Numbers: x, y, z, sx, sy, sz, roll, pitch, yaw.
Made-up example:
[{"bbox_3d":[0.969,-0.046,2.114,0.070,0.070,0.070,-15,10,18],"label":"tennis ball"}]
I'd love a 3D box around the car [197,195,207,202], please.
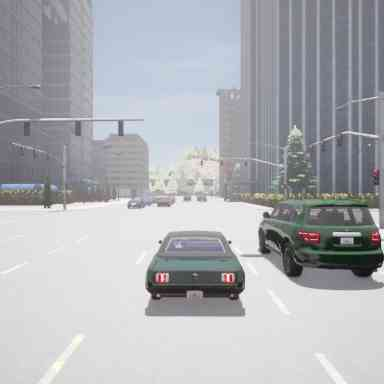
[{"bbox_3d":[2.404,1.398,78.818,2.097,1.767,4.553,0,0,-1],"label":"car"}]

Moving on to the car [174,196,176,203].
[{"bbox_3d":[-4.417,1.640,61.932,1.895,1.301,4.718,0,0,0],"label":"car"}]

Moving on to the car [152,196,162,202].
[{"bbox_3d":[-8.063,1.637,76.383,1.895,1.301,4.718,0,0,-1],"label":"car"}]

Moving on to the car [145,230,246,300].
[{"bbox_3d":[0.077,1.606,8.355,1.895,1.301,4.718,0,0,0],"label":"car"}]

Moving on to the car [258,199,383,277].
[{"bbox_3d":[3.589,1.228,10.383,2.150,2.045,5.566,0,0,0],"label":"car"}]

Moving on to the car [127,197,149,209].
[{"bbox_3d":[-7.794,1.521,46.742,2.128,1.511,4.902,0,0,1],"label":"car"}]

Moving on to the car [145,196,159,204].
[{"bbox_3d":[-7.947,1.534,66.203,2.128,1.511,4.902,0,0,0],"label":"car"}]

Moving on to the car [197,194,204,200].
[{"bbox_3d":[2.262,1.443,89.099,1.882,1.535,5.008,0,0,-1],"label":"car"}]

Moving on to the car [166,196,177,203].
[{"bbox_3d":[-4.507,1.570,72.387,2.128,1.511,4.902,0,0,-1],"label":"car"}]

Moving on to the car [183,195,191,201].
[{"bbox_3d":[-1.236,1.596,88.905,2.033,1.411,5.357,0,0,-1],"label":"car"}]

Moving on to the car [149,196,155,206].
[{"bbox_3d":[-7.861,1.561,55.997,1.812,1.442,4.674,0,0,-1],"label":"car"}]

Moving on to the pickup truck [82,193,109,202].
[{"bbox_3d":[-21.144,1.105,73.418,2.390,2.098,6.274,0,0,30],"label":"pickup truck"}]

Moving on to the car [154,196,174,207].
[{"bbox_3d":[-4.299,1.511,51.826,1.882,1.535,5.008,0,0,-1],"label":"car"}]

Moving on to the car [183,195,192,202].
[{"bbox_3d":[-1.091,1.550,78.550,1.837,1.490,4.892,0,0,-1],"label":"car"}]
